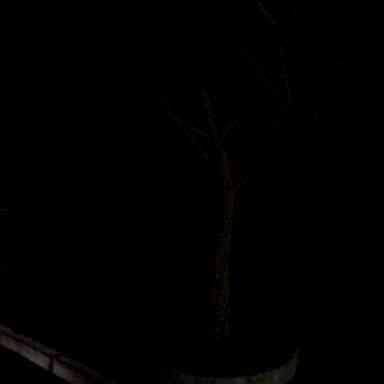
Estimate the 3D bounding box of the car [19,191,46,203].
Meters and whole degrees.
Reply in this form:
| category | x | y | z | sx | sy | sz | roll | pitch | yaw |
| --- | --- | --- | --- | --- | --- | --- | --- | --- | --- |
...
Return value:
| category | x | y | z | sx | sy | sz | roll | pitch | yaw |
| --- | --- | --- | --- | --- | --- | --- | --- | --- | --- |
| car | -19.890 | 0.932 | 41.034 | 2.150 | 2.045 | 5.566 | 1 | 0 | 32 |
